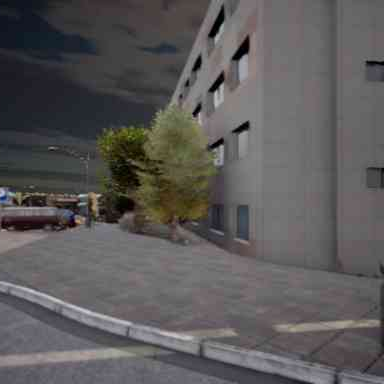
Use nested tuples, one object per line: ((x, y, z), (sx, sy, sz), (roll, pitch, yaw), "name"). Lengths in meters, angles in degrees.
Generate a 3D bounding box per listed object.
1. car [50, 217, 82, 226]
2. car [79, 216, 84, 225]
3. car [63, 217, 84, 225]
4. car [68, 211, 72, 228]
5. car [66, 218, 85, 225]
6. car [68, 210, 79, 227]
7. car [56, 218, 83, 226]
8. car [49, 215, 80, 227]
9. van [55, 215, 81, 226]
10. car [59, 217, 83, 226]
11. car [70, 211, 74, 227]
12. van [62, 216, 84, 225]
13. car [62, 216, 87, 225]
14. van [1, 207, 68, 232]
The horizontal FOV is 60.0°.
((-21.850, 5.187, 57.926), (4.892, 1.521, 2.231), (1, -5, -16), "car")
((-17.750, 4.001, 44.624), (5.366, 1.575, 1.946), (1, -5, -16), "car")
((-28.141, 6.956, 79.298), (4.553, 1.767, 2.185), (1, -5, -16), "car")
((-13.206, 2.636, 28.569), (4.792, 1.488, 2.163), (1, -5, -16), "car")
((-30.430, 7.667, 87.329), (4.553, 1.767, 2.185), (1, -5, -16), "car")
((-14.825, 2.803, 33.901), (5.566, 2.045, 2.435), (1, -5, -16), "car")
((-24.234, 5.907, 66.059), (5.008, 1.535, 2.097), (1, -5, -16), "car")
((-21.093, 4.824, 55.260), (4.553, 1.767, 2.185), (1, -5, -16), "car")
((-23.525, 5.433, 63.257), (4.442, 1.987, 1.878), (1, -5, -16), "van")
((-24.949, 6.009, 68.633), (4.553, 1.767, 2.185), (1, -5, -16), "car")
((-14.029, 2.826, 31.273), (5.008, 1.535, 2.097), (1, -5, -17), "car")
((-26.433, 6.384, 74.006), (4.442, 1.987, 1.878), (1, -5, -16), "van")
((-28.869, 7.068, 81.998), (5.566, 2.045, 2.435), (1, -5, -16), "car")
((-12.342, 2.189, 25.945), (4.442, 1.987, 1.878), (1, -4, -16), "van")
